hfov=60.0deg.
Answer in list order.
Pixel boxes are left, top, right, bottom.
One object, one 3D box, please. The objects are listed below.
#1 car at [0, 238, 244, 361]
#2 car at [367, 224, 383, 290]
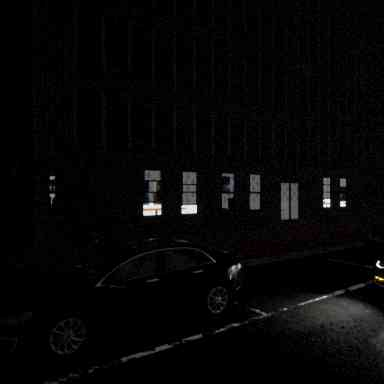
[{"bbox_3d":[-1.030,1.551,5.825,4.403,1.369,2.008,0,0,-36],"label":"car"},{"bbox_3d":[6.155,1.504,7.769,4.892,1.490,1.837,0,0,-35],"label":"car"}]
